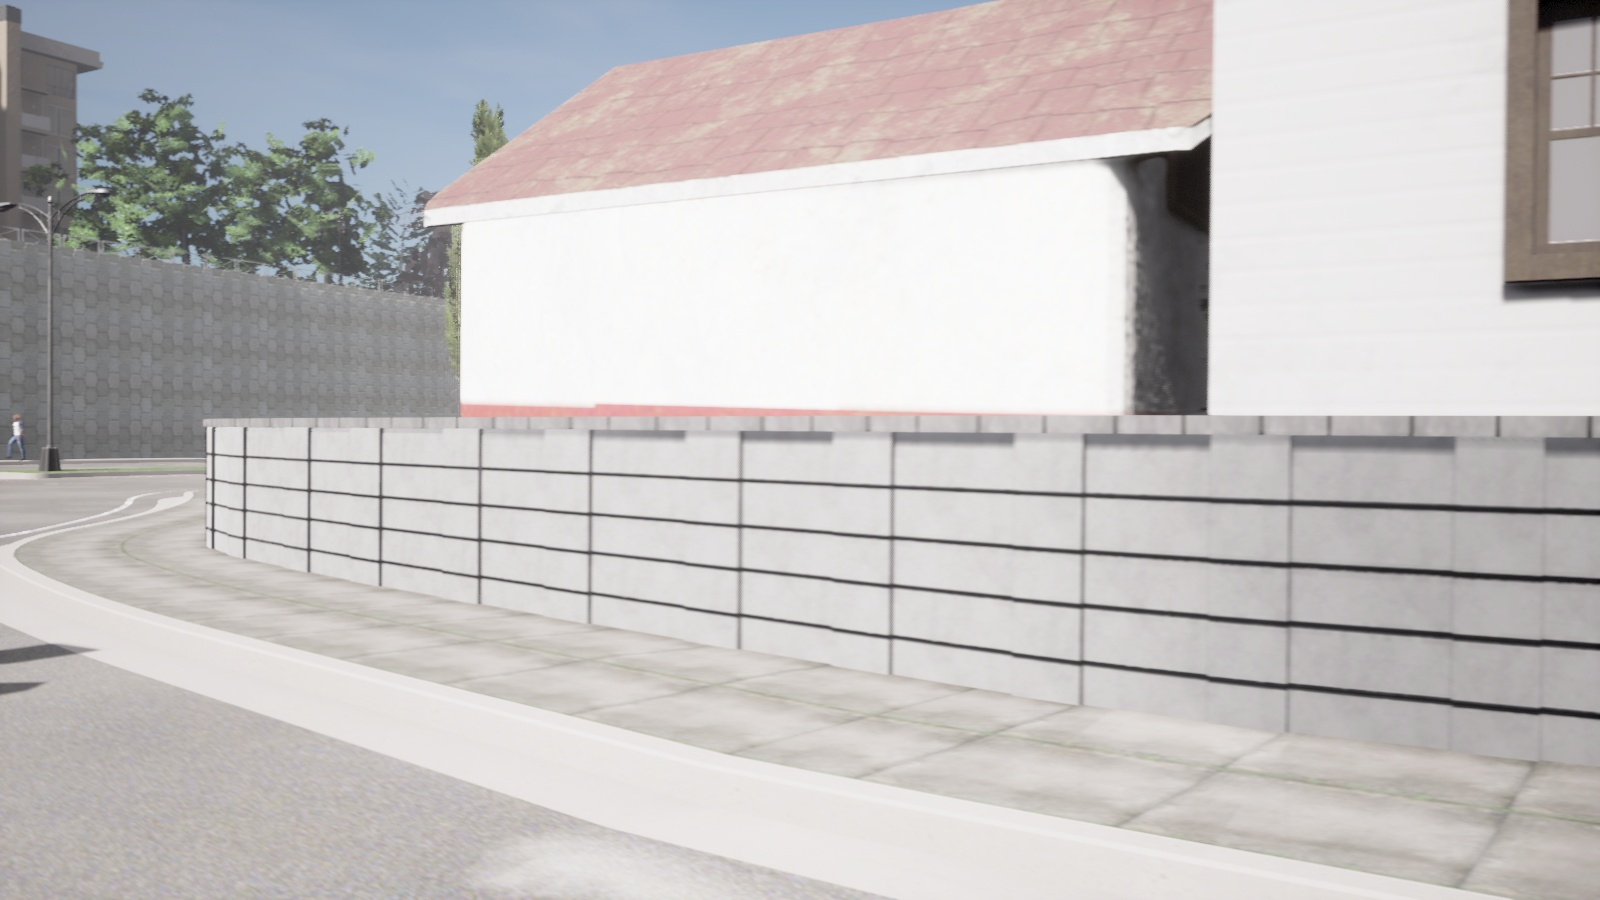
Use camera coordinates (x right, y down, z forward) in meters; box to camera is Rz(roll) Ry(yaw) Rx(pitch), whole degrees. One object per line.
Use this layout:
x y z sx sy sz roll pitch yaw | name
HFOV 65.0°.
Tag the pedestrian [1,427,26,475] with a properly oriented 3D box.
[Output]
-30.296 0.029 48.395 0.354 1.836 0.706 0 1 27 | pedestrian
